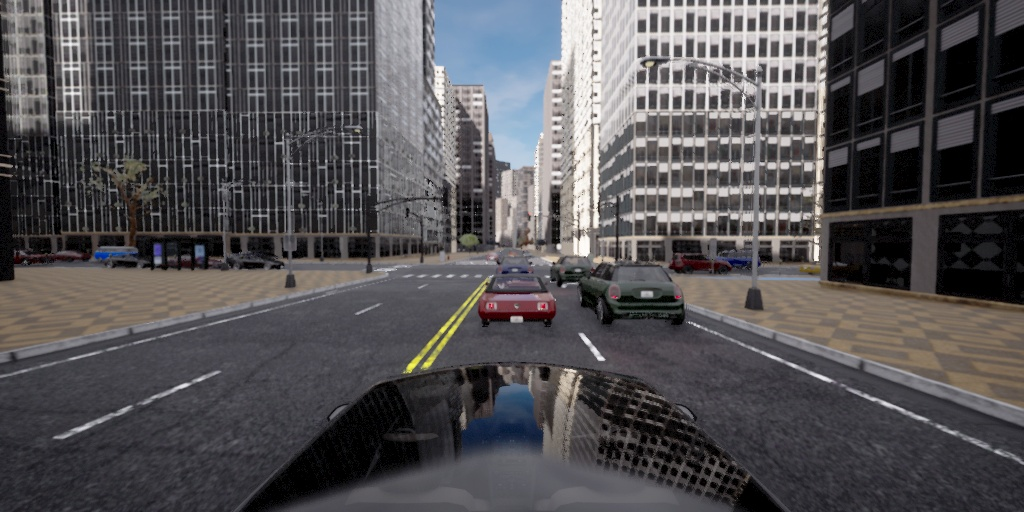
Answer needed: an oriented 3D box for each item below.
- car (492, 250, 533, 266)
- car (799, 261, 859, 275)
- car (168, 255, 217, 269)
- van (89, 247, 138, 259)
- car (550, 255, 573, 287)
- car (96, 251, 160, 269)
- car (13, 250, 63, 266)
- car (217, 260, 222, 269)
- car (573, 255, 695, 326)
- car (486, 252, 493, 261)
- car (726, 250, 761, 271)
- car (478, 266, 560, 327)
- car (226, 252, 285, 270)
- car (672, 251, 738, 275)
[{"bbox_3d":[0.165,0.714,20.796,2.097,1.767,4.553,0,1,0],"label":"car"},{"bbox_3d":[27.741,0.997,31.059,4.829,1.417,1.751,0,0,1],"label":"car"},{"bbox_3d":[-28.313,0.535,32.098,4.207,1.307,1.802,0,0,1],"label":"car"},{"bbox_3d":[-45.154,-0.175,40.982,3.998,1.789,1.690,0,0,1],"label":"van"},{"bbox_3d":[3.413,0.717,20.639,2.097,1.767,4.553,0,1,0],"label":"car"},{"bbox_3d":[-33.993,0.462,32.290,4.313,1.339,1.948,0,0,1],"label":"car"},{"bbox_3d":[-48.117,0.141,35.280,5.008,1.535,1.882,0,2,2],"label":"car"},{"bbox_3d":[-24.963,0.379,34.692,4.902,1.511,2.128,1,2,1],"label":"car"},{"bbox_3d":[3.370,0.914,11.014,2.097,1.767,4.553,0,1,1],"label":"car"},{"bbox_3d":[-3.106,0.096,59.029,1.812,1.442,4.674,0,1,1],"label":"car"},{"bbox_3d":[22.435,0.438,36.918,5.566,2.045,2.150,0,2,1],"label":"car"},{"bbox_3d":[0.128,1.168,10.711,1.895,1.301,4.718,0,1,0],"label":"car"},{"bbox_3d":[-22.629,0.574,31.947,4.313,1.339,1.948,0,0,1],"label":"car"},{"bbox_3d":[16.294,0.683,31.293,5.009,1.841,2.192,0,0,1],"label":"car"}]
